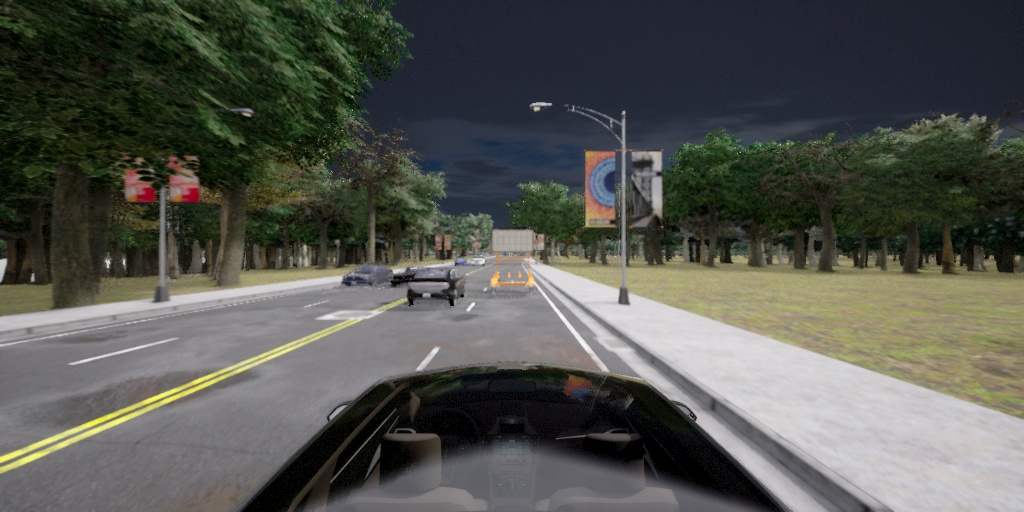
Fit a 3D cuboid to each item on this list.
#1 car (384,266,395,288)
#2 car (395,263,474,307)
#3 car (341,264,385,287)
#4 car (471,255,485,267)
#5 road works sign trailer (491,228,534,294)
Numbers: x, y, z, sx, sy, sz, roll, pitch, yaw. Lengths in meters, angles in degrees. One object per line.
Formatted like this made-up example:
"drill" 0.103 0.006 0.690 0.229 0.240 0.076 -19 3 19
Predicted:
"car" -6.546 1.334 23.847 1.895 1.301 4.718 0 0 0
"car" -3.127 1.235 15.573 2.128 1.511 4.902 0 0 0
"car" -9.792 1.278 24.874 2.033 1.411 5.357 0 0 0
"car" -6.115 0.846 64.872 2.150 2.045 5.566 0 0 1
"road works sign trailer" 0.032 0.203 20.252 2.380 3.560 2.880 0 0 0
